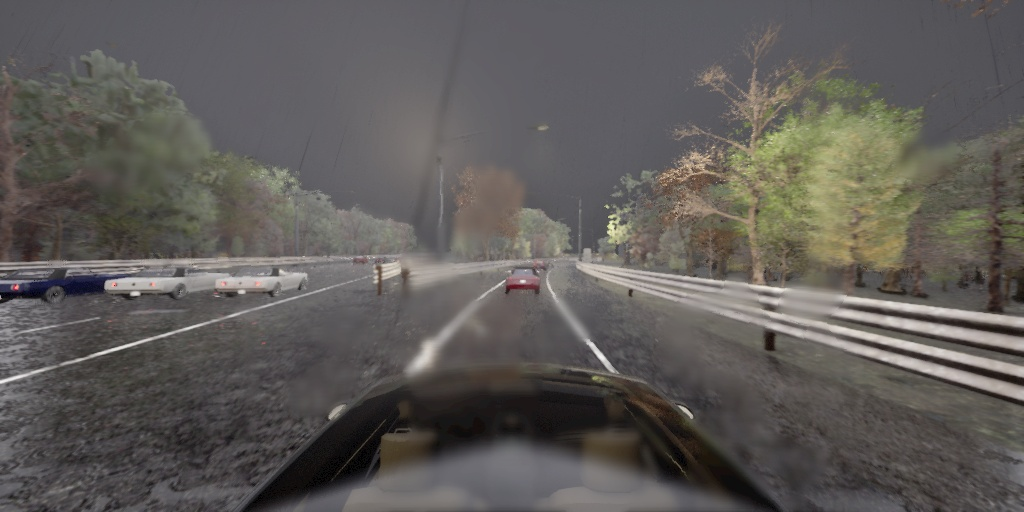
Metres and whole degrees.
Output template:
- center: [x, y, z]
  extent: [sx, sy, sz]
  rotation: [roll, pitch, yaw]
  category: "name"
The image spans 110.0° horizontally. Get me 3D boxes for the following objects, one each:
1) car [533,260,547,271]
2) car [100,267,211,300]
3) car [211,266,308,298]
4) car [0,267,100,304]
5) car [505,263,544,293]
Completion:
- center: [3.972, 1.322, 51.337]
  extent: [1.812, 1.442, 4.674]
  rotation: [0, 0, 10]
  category: "car"
- center: [-14.622, 1.112, 15.730]
  extent: [1.895, 1.301, 4.718]
  rotation: [0, 0, -10]
  category: "car"
- center: [-11.216, 1.133, 16.568]
  extent: [1.895, 1.301, 4.718]
  rotation: [0, 0, -10]
  category: "car"
- center: [-17.935, 1.095, 14.382]
  extent: [1.895, 1.301, 4.718]
  rotation: [0, 0, -10]
  category: "car"
- center: [0.709, 1.332, 21.175]
  extent: [1.994, 1.385, 4.181]
  rotation: [0, 0, 4]
  category: "car"
